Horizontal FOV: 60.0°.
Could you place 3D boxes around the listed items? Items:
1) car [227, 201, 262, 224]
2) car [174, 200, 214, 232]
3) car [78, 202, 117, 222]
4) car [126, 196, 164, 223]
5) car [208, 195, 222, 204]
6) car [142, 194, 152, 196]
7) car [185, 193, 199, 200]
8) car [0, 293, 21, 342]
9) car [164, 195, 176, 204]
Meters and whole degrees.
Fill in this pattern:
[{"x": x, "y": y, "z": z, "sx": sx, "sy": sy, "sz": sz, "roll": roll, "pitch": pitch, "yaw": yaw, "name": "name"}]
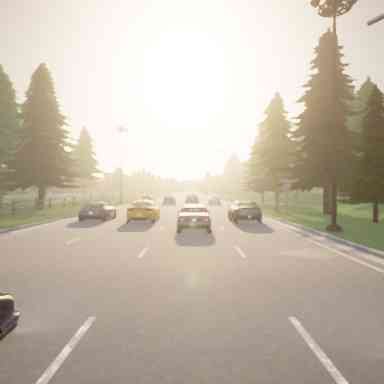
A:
[{"x": 3.605, "y": 1.336, "z": 23.231, "sx": 2.128, "sy": 1.511, "sz": 4.902, "roll": 0, "pitch": 0, "yaw": 0, "name": "car"}, {"x": 0.104, "y": 1.421, "z": 18.912, "sx": 2.033, "sy": 1.411, "sz": 5.357, "roll": 0, "pitch": 0, "yaw": 0, "name": "car"}, {"x": -6.895, "y": 1.400, "z": 24.655, "sx": 1.994, "sy": 1.385, "sz": 4.181, "roll": 0, "pitch": 0, "yaw": 0, "name": "car"}, {"x": -3.395, "y": 1.319, "z": 23.822, "sx": 1.882, "sy": 1.535, "sz": 5.008, "roll": 0, "pitch": 0, "yaw": 0, "name": "car"}, {"x": 3.513, "y": 1.178, "z": 52.259, "sx": 1.812, "sy": 1.442, "sz": 4.674, "roll": 0, "pitch": 1, "yaw": 0, "name": "car"}, {"x": -6.985, "y": 1.160, "z": 52.107, "sx": 1.837, "sy": 1.490, "sz": 4.892, "roll": 0, "pitch": 1, "yaw": 0, "name": "car"}, {"x": 0.010, "y": 1.007, "z": 51.879, "sx": 2.097, "sy": 1.767, "sz": 4.553, "roll": 0, "pitch": 0, "yaw": 0, "name": "car"}, {"x": -3.399, "y": 1.531, "z": 2.328, "sx": 2.033, "sy": 1.411, "sz": 5.357, "roll": 0, "pitch": 0, "yaw": 0, "name": "car"}, {"x": -3.486, "y": 1.132, "z": 52.005, "sx": 1.882, "sy": 1.535, "sz": 5.008, "roll": 0, "pitch": 1, "yaw": 0, "name": "car"}]
